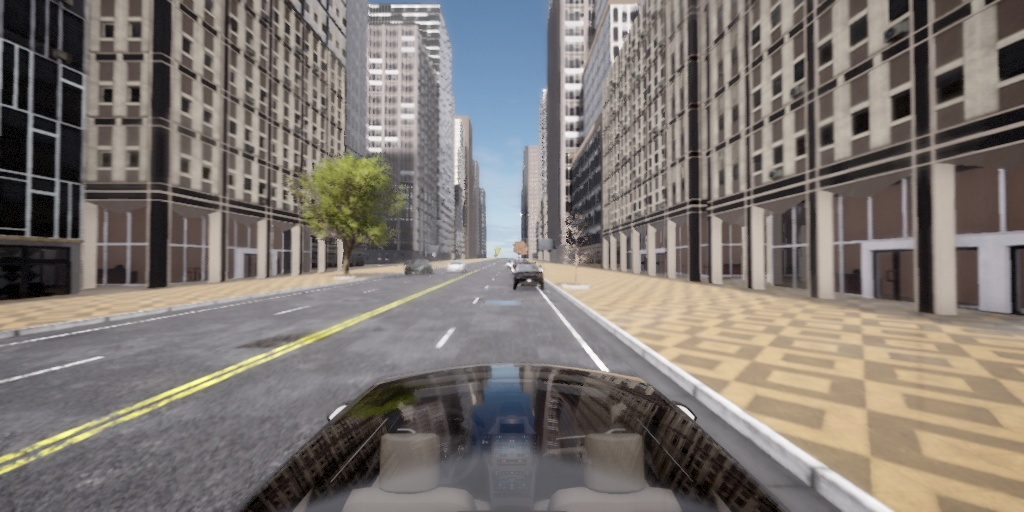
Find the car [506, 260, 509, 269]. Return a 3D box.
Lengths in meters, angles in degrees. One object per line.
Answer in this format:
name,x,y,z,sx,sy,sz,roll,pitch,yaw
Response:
car,0.024,1.382,57.118,1.895,1.301,4.718,0,0,0

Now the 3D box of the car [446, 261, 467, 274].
car,-6.542,1.299,42.682,1.812,1.442,4.674,0,0,0

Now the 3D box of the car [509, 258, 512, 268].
car,0.989,1.121,38.800,2.097,1.767,4.553,0,0,0

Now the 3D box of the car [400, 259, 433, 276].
car,-9.815,1.124,37.944,2.097,1.767,4.553,0,0,0

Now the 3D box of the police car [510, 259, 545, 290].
police car,0.983,1.186,22.938,1.930,1.638,5.238,0,0,0
